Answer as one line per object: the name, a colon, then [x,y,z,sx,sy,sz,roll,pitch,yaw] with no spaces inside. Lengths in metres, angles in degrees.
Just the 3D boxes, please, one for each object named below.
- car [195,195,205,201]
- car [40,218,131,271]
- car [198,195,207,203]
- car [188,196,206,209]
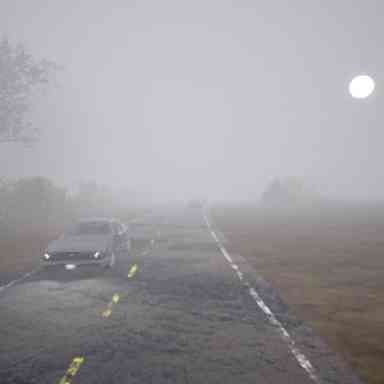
car: [2.218,1.588,91.010,1.837,1.490,4.892,-1,0,9]
car: [-3.368,1.650,11.701,2.033,1.411,5.357,-1,0,-1]
car: [1.903,1.616,65.233,1.994,1.385,4.181,-1,0,6]
car: [0.497,1.622,47.103,1.994,1.385,4.181,-1,0,3]
